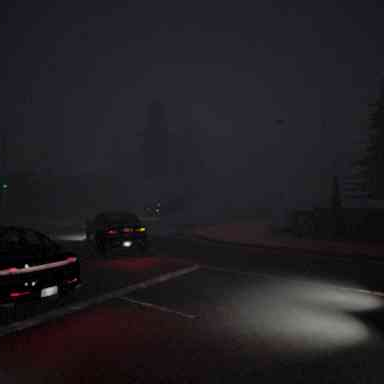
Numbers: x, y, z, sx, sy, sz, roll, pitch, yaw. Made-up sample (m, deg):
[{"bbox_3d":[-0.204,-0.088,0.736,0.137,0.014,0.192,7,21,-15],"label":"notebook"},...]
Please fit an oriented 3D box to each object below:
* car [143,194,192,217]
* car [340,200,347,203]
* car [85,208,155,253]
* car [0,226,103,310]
[{"bbox_3d":[-2.248,1.231,32.206,2.150,2.045,5.566,0,0,38],"label":"car"},{"bbox_3d":[28.661,1.358,60.982,2.097,1.767,4.553,0,0,37],"label":"car"},{"bbox_3d":[-3.187,1.515,13.709,1.837,1.490,4.892,-2,1,-23],"label":"car"},{"bbox_3d":[-4.432,1.499,7.148,4.902,1.511,2.128,0,0,36],"label":"car"}]
